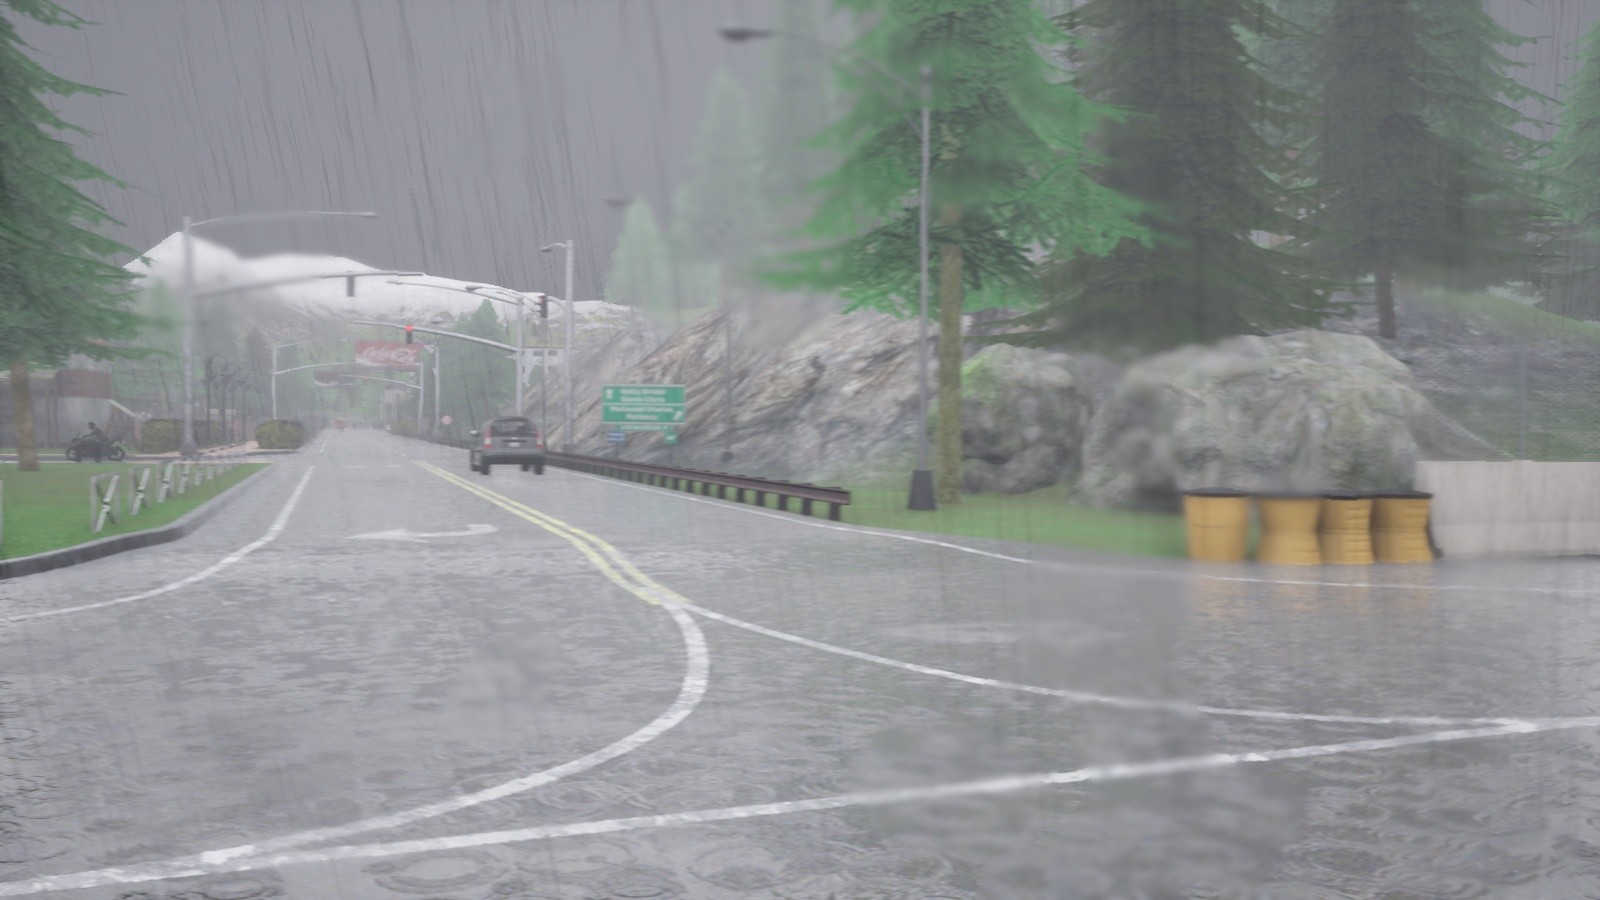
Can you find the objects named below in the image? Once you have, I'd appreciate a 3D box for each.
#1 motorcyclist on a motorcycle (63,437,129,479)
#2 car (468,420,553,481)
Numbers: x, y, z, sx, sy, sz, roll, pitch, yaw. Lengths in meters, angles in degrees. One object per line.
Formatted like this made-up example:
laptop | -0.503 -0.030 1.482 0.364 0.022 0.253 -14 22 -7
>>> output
motorcyclist on a motorcycle | -26.623 0.280 47.549 2.044 1.523 0.797 -1 1 -20
car | -8.337 -0.009 35.916 1.851 1.617 3.988 -1 1 -20
